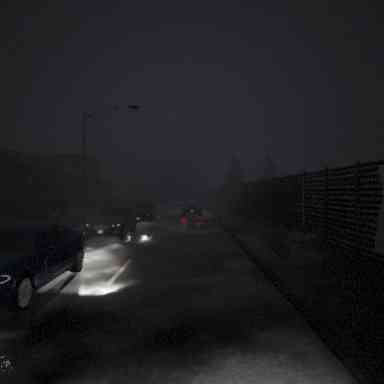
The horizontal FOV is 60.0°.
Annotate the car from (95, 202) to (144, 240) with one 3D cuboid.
[{"bbox_3d":[-4.063,1.507,17.248,2.128,1.511,4.902,0,0,0],"label":"car"}]

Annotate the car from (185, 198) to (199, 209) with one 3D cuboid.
[{"bbox_3d":[0.051,1.567,46.608,1.812,1.442,4.674,0,0,1],"label":"car"}]

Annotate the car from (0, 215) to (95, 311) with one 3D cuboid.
[{"bbox_3d":[-4.093,1.485,7.956,1.882,1.535,5.008,0,0,0],"label":"car"}]

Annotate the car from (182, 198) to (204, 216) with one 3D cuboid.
[{"bbox_3d":[0.013,1.555,32.603,1.812,1.442,4.674,0,0,0],"label":"car"}]

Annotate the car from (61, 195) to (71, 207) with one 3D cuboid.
[{"bbox_3d":[-17.271,1.170,41.957,3.633,1.501,1.845,0,0,0],"label":"car"}]

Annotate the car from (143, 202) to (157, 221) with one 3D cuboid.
[{"bbox_3d":[-3.996,1.572,27.557,2.033,1.411,5.357,0,0,0],"label":"car"}]
